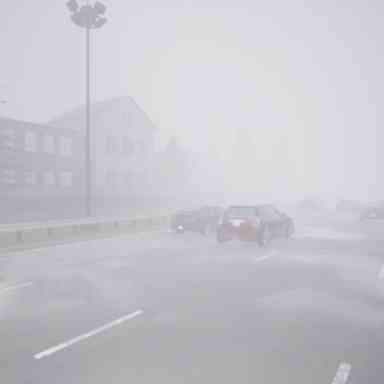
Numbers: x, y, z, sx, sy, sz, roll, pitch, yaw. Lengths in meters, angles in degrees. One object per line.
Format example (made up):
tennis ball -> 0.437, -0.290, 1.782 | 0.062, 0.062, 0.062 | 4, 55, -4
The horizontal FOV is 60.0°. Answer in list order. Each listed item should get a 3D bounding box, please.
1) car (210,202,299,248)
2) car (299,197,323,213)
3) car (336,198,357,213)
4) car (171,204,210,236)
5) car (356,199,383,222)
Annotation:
car -> 2.962, 1.297, 14.976 | 2.097, 1.767, 4.553 | 0, 0, 34
car -> 12.795, 1.371, 35.890 | 1.837, 1.490, 4.892 | 0, -1, 34
car -> 16.696, 1.363, 35.421 | 2.128, 1.511, 4.902 | 0, 0, 34
car -> 0.808, 1.439, 18.049 | 1.837, 1.490, 4.892 | 0, 0, 34
car -> 13.723, 1.436, 24.736 | 1.812, 1.442, 4.674 | 0, 0, 34
